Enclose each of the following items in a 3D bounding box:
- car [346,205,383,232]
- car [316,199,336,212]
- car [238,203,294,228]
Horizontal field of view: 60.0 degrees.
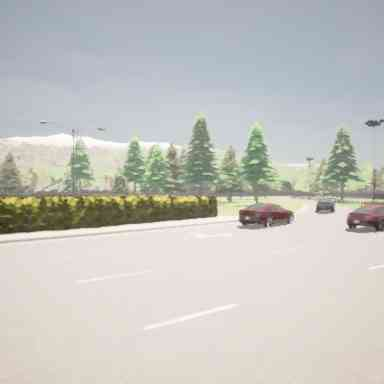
[{"bbox_3d":[11.318,1.541,20.434,4.674,1.442,1.812,0,0,-36],"label":"car"},{"bbox_3d":[15.425,1.516,38.343,2.128,1.511,4.902,0,0,26],"label":"car"},{"bbox_3d":[5.137,1.490,22.621,1.882,1.535,5.008,0,0,43],"label":"car"}]
